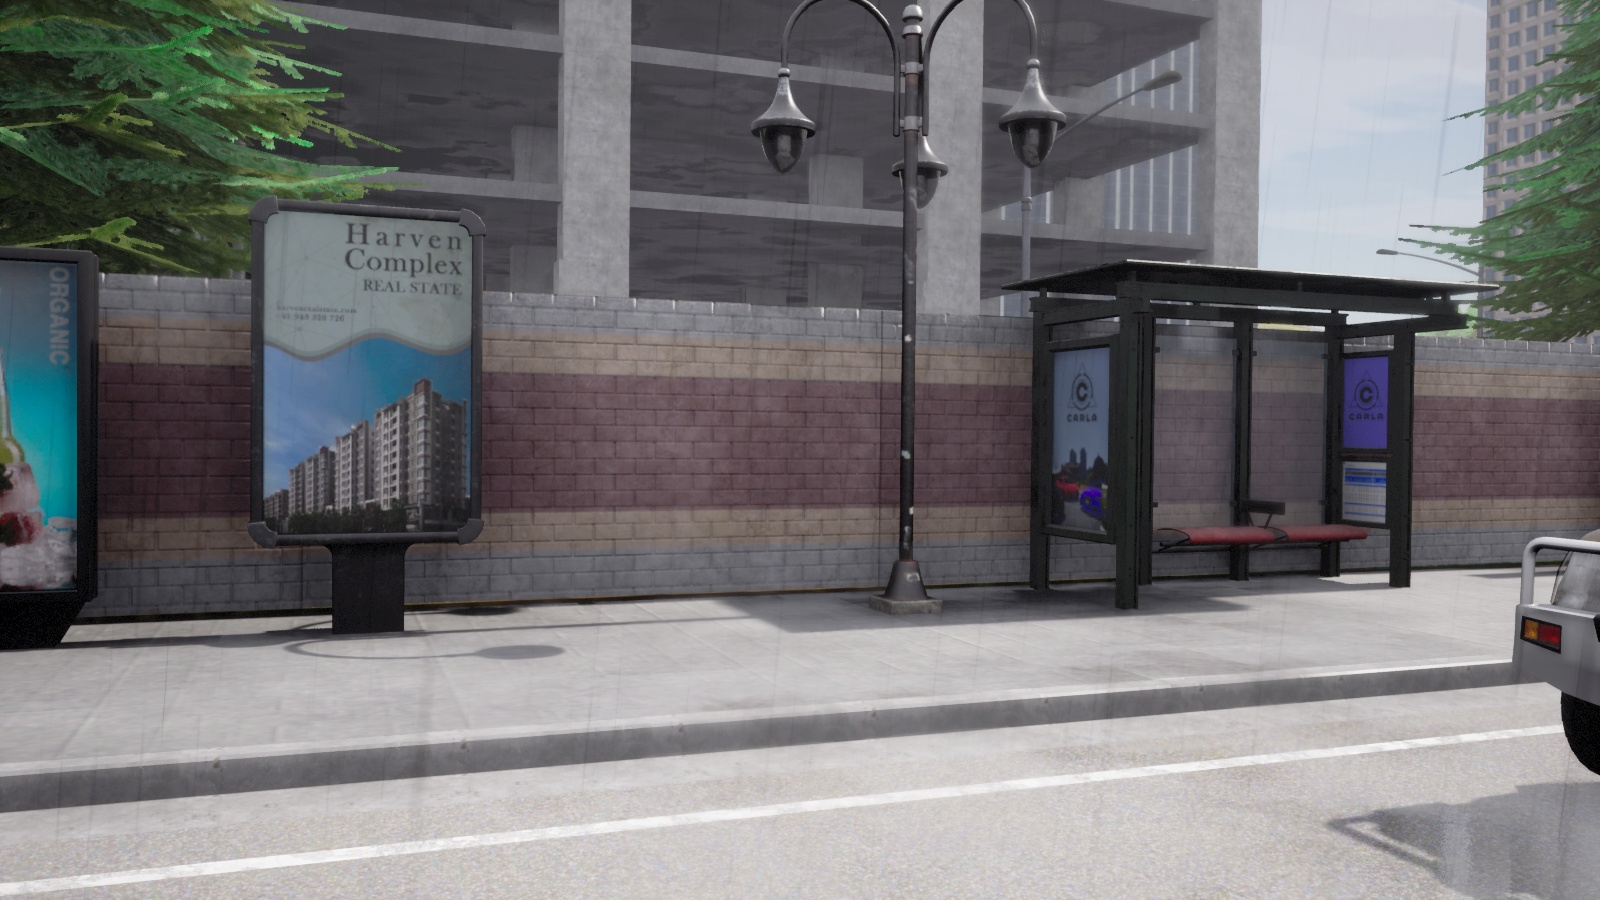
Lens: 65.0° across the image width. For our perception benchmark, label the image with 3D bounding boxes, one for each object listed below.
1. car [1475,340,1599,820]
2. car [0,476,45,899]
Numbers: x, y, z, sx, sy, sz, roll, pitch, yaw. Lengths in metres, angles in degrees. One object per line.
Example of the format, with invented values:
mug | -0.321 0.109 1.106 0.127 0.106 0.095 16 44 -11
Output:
car | 5.380 0.471 5.284 4.605 1.855 1.932 -1 1 -21
car | -3.928 0.838 1.747 4.674 1.442 1.812 -1 1 -21
